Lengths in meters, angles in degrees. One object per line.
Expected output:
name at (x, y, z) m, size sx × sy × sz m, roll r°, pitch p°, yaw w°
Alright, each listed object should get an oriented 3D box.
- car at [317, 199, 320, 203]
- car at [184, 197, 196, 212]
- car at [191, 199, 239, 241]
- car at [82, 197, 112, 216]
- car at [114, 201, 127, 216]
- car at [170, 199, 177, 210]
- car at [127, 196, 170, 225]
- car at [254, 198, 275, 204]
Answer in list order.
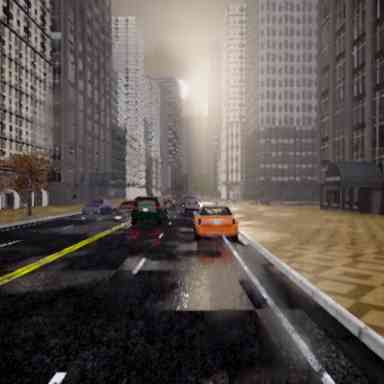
car at (32.729, 2.040, 81.520) m, size 4.097 × 1.590 × 1.967 m, roll 1°, pitch 0°, yaw -1°
car at (0.023, 1.690, 40.087) m, size 2.033 × 1.411 × 5.357 m, roll 0°, pitch 0°, yaw 0°
car at (1.132, 1.413, 17.269) m, size 2.097 × 1.767 × 4.553 m, roll 0°, pitch 0°, yaw 0°
car at (-9.840, 1.474, 34.733) m, size 2.097 × 1.767 × 4.553 m, roll 0°, pitch 0°, yaw 0°
car at (-6.593, 1.648, 34.478) m, size 1.812 × 1.442 × 4.674 m, roll 0°, pitch 0°, yaw 0°
car at (-3.161, 1.688, 45.768) m, size 1.812 × 1.442 × 4.674 m, roll 0°, pitch 0°, yaw 0°
car at (-3.158, 1.311, 25.199) m, size 2.150 × 2.045 × 5.566 m, roll 0°, pitch 0°, yaw 0°
car at (15.902, 2.088, 72.797) m, size 4.403 × 1.369 × 2.008 m, roll 1°, pitch 0°, yaw -1°
